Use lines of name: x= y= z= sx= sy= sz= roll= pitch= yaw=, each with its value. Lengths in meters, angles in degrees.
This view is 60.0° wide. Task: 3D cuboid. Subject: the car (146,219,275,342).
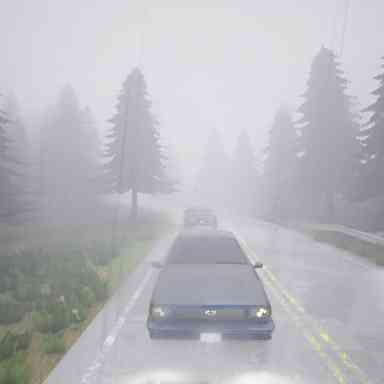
car: x=0.309 y=1.558 z=7.103 sx=2.033 sy=1.411 sz=5.357 roll=0 pitch=0 yaw=1

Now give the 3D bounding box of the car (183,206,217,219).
car: x=0.463 y=1.581 z=21.575 sx=1.994 sy=1.385 sz=4.181 roll=0 pitch=0 yaw=-4
